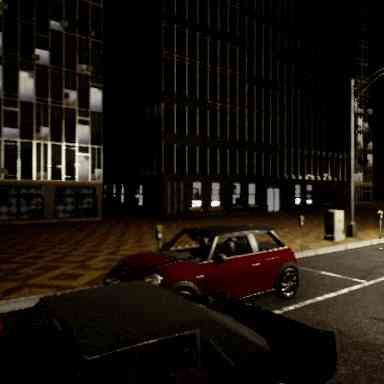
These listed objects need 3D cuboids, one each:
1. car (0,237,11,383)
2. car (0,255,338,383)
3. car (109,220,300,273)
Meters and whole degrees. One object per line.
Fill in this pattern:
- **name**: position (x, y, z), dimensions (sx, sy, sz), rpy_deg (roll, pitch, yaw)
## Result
- **car**: position (-4.337, 1.439, 3.466), dimensions (4.097, 1.590, 1.967), rpy_deg (0, 0, -36)
- **car**: position (-0.944, 1.601, 2.705), dimensions (4.718, 1.301, 1.895), rpy_deg (0, 0, -36)
- **car**: position (0.277, 1.444, 6.757), dimensions (4.097, 1.590, 1.967), rpy_deg (0, 0, -36)
